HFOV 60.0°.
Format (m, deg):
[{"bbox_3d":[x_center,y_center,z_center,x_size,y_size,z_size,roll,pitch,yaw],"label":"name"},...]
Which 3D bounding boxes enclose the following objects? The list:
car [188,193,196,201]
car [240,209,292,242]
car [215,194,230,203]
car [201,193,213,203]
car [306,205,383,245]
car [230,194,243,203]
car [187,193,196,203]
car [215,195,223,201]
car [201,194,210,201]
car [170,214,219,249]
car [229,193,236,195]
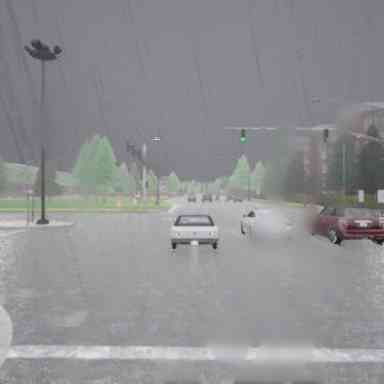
[{"bbox_3d":[-0.038,1.295,85.931,2.150,2.045,5.566,0,0,0],"label":"car"},{"bbox_3d":[3.588,1.554,16.539,1.812,1.442,4.674,0,0,0],"label":"car"},{"bbox_3d":[6.968,1.655,75.903,1.812,1.442,4.674,0,0,0],"label":"car"},{"bbox_3d":[3.468,1.355,75.515,2.150,2.045,5.566,0,0,0],"label":"car"},{"bbox_3d":[7.099,1.380,15.903,2.097,1.767,4.553,0,0,0],"label":"car"},{"bbox_3d":[10.468,1.726,75.935,1.895,1.301,4.718,0,0,0],"label":"car"},{"bbox_3d":[-0.032,1.608,75.483,1.882,1.535,5.008,0,0,0],"label":"car"},{"bbox_3d":[6.963,1.570,85.904,1.837,1.490,4.892,0,0,0],"label":"car"},{"bbox_3d":[3.463,1.425,85.872,2.097,1.767,4.553,0,0,0],"label":"car"},{"bbox_3d":[0.100,1.627,14.773,1.895,1.301,4.718,0,0,0],"label":"car"},{"bbox_3d":[10.462,1.295,85.937,2.150,2.045,5.566,0,0,0],"label":"car"}]
